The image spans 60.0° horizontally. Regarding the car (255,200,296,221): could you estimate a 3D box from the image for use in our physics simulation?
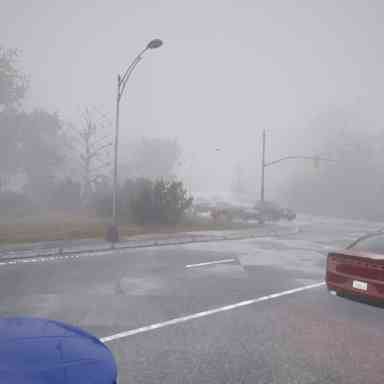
[{"bbox_3d":[8.736,1.947,35.874,2.150,2.045,5.566,3,-1,-23],"label":"car"}]

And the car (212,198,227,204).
[{"bbox_3d":[4.605,2.061,46.801,1.837,1.490,4.892,3,0,-17],"label":"car"}]

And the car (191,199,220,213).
[{"bbox_3d":[1.645,2.037,44.539,1.895,1.301,4.718,3,0,-18],"label":"car"}]

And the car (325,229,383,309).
[{"bbox_3d":[5.016,1.556,7.364,5.008,1.535,1.882,1,-1,-35],"label":"car"}]

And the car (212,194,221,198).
[{"bbox_3d":[5.870,1.112,79.193,2.033,1.411,5.357,2,2,-1],"label":"car"}]

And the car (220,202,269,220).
[{"bbox_3d":[5.365,2.118,34.783,2.033,1.411,5.357,3,-1,-23],"label":"car"}]

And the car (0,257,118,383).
[{"bbox_3d":[-2.839,1.478,1.717,5.008,1.535,1.882,0,0,-36],"label":"car"}]

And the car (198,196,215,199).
[{"bbox_3d":[1.853,1.719,56.887,1.837,1.490,4.892,2,2,-13],"label":"car"}]

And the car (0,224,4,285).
[{"bbox_3d":[-7.345,1.548,7.346,5.357,1.411,2.033,0,0,-36],"label":"car"}]
